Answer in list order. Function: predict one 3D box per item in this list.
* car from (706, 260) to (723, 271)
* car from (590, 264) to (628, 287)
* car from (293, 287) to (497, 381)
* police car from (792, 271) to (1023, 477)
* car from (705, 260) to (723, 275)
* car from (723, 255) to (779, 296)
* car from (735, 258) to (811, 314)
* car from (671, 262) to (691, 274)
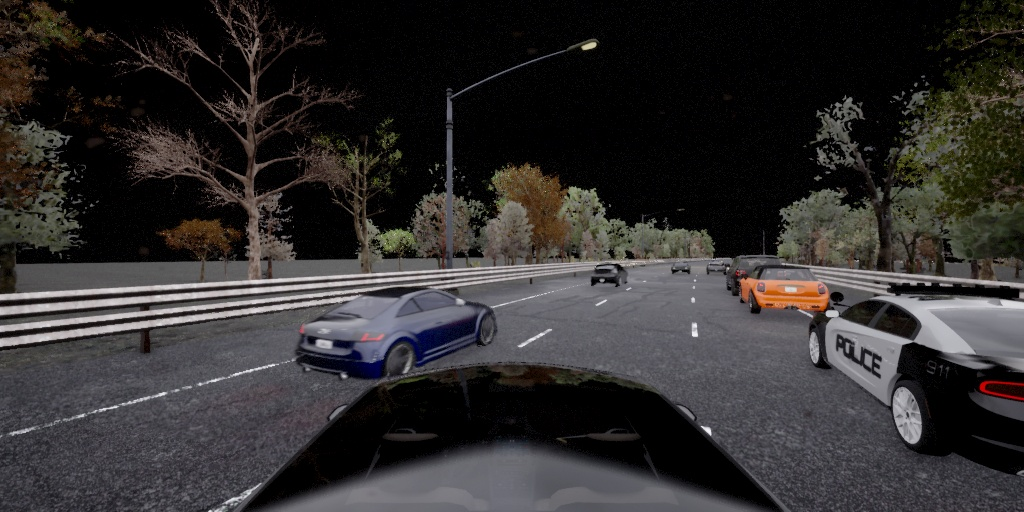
[{"bbox_3d":[28.854,1.333,50.974,2.033,1.411,5.357,0,0,30],"label":"car"},{"bbox_3d":[6.779,1.261,24.721,1.837,1.490,4.892,0,0,27],"label":"car"},{"bbox_3d":[-1.976,1.313,7.246,1.994,1.385,4.181,0,0,26],"label":"car"},{"bbox_3d":[5.603,1.175,4.695,1.930,1.638,5.238,0,0,26],"label":"police car"},{"bbox_3d":[22.407,1.261,39.332,2.128,1.511,4.902,0,0,29],"label":"car"},{"bbox_3d":[12.626,0.978,18.758,2.150,2.045,5.566,0,0,27],"label":"car"},{"bbox_3d":[9.918,1.102,13.421,2.097,1.767,4.553,0,0,27],"label":"car"},{"bbox_3d":[19.294,1.370,40.810,1.895,1.301,4.718,0,0,29],"label":"car"}]
